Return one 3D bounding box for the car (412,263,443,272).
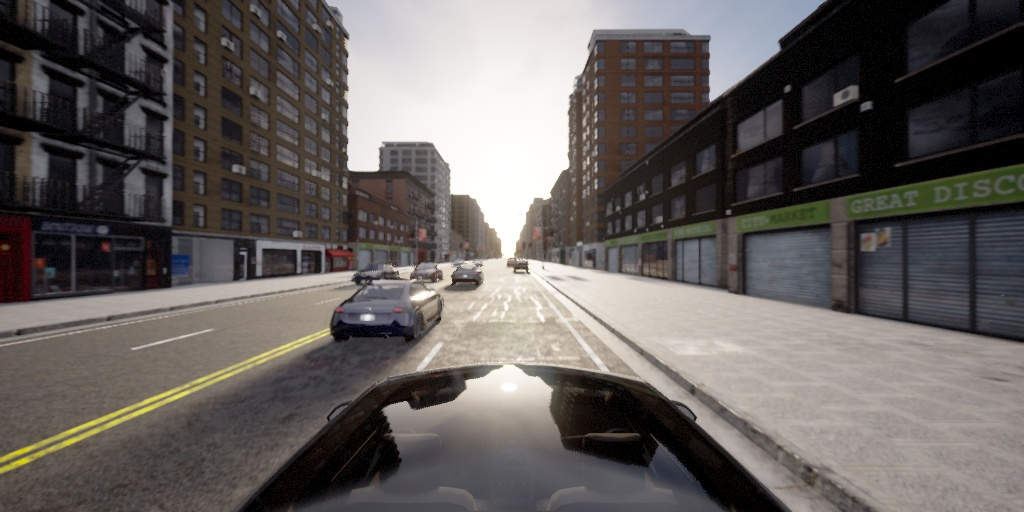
[{"bbox_3d":[-6.592,1.271,28.071,1.812,1.442,4.674,0,0,0],"label":"car"}]

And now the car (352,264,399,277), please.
[{"bbox_3d":[-9.846,1.293,26.386,2.033,1.411,5.357,0,0,0],"label":"car"}]

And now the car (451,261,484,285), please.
[{"bbox_3d":[-3.146,1.309,26.024,1.994,1.385,4.181,0,0,0],"label":"car"}]

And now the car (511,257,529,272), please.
[{"bbox_3d":[1.144,1.250,45.646,1.837,1.490,4.892,0,0,0],"label":"car"}]

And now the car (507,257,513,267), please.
[{"bbox_3d":[0.011,1.317,65.395,1.994,1.385,4.181,0,0,0],"label":"car"}]

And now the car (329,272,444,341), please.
[{"bbox_3d":[-3.151,1.312,9.833,1.994,1.385,4.181,0,0,0],"label":"car"}]
